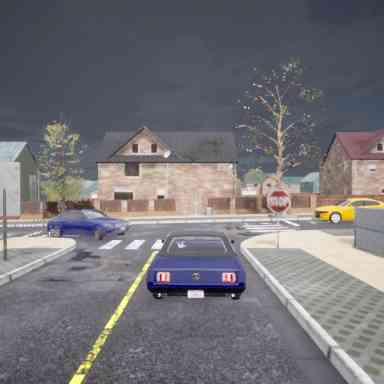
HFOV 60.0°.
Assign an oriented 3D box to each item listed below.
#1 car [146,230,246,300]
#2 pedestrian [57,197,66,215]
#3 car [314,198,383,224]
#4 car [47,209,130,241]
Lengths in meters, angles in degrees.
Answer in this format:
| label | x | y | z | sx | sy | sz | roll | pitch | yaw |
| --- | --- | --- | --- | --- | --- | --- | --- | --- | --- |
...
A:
| label | x | y | z | sx | sy | sz | roll | pitch | yaw |
| --- | --- | --- | --- | --- | --- | --- | --- | --- | --- |
| car | 0.144 | 1.600 | 8.372 | 1.895 | 1.301 | 4.718 | 0 | 0 | 2 |
| pedestrian | -9.641 | 1.258 | 24.560 | 0.375 | 1.860 | 0.375 | 0 | 2 | 0 |
| car | 10.566 | 1.161 | 21.677 | 5.008 | 1.535 | 1.882 | -1 | 1 | 0 |
| car | -5.369 | 1.610 | 17.048 | 4.674 | 1.442 | 1.812 | -3 | -1 | 27 |
